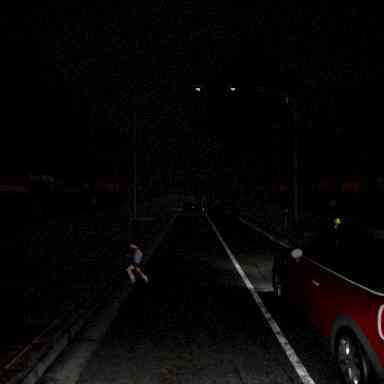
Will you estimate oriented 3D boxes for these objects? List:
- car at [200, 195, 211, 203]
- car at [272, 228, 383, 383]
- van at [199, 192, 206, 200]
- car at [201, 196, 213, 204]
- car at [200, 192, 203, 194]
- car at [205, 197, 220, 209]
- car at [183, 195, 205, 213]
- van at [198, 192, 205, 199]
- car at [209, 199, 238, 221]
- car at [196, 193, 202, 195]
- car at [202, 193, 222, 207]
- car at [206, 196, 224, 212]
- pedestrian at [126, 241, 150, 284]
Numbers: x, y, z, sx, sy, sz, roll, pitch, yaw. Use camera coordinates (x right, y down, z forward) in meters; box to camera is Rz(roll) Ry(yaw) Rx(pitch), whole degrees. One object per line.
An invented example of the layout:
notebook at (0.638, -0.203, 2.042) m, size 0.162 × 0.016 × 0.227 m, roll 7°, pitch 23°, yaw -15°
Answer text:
car at (2.640, 1.329, 65.639) m, size 2.008 × 1.369 × 4.403 m, roll 0°, pitch 0°, yaw 0°
car at (2.749, 1.349, 5.280) m, size 2.097 × 1.767 × 4.553 m, roll 0°, pitch 0°, yaw 0°
van at (2.641, 1.029, 82.275) m, size 1.690 × 1.788 × 3.998 m, roll 0°, pitch 0°, yaw 0°
car at (2.640, 1.359, 60.094) m, size 2.008 × 1.369 × 4.403 m, roll 0°, pitch 0°, yaw 0°
car at (2.640, 1.275, 54.546) m, size 1.967 × 1.590 × 4.097 m, roll 0°, pitch 0°, yaw 0°
car at (2.638, 1.407, 43.624) m, size 1.752 × 1.417 × 4.829 m, roll 0°, pitch 0°, yaw 0°
car at (0.089, 1.389, 35.969) m, size 1.882 × 1.535 × 5.008 m, roll 0°, pitch 0°, yaw 0°
van at (2.641, 0.969, 93.366) m, size 1.690 × 1.788 × 3.998 m, roll 0°, pitch 0°, yaw 0°
car at (2.637, 1.513, 26.817) m, size 1.947 × 1.339 × 4.313 m, roll 0°, pitch 0°, yaw 0°
car at (0.077, 1.342, 48.016) m, size 1.882 × 1.535 × 5.008 m, roll 0°, pitch 0°, yaw 0°
car at (2.637, 1.219, 37.907) m, size 2.192 × 1.841 × 5.009 m, roll 0°, pitch 0°, yaw 0°
car at (2.637, 1.450, 32.532) m, size 1.752 × 1.417 × 4.829 m, roll 0°, pitch 0°, yaw 0°
pedestrian at (-1.319, 1.669, 8.085) m, size 0.500 × 1.100 × 0.500 m, roll 0°, pitch 0°, yaw 0°
